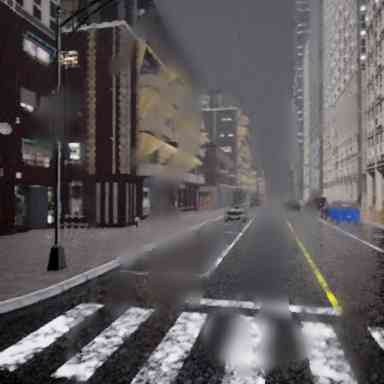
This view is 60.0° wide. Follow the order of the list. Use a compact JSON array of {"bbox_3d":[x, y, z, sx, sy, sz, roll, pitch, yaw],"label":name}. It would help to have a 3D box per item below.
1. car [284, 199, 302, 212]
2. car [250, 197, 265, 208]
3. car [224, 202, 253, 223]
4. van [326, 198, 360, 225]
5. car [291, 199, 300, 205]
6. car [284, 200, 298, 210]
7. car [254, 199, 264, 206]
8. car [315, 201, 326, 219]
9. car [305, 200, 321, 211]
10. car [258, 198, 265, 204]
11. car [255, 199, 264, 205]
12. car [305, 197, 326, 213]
[{"bbox_3d":[13.962,1.995,45.471,2.033,1.411,5.357,0,-1,14],"label":"car"},{"bbox_3d":[11.806,1.931,61.121,2.192,1.841,5.009,0,-1,14],"label":"car"},{"bbox_3d":[3.819,1.818,28.184,2.008,1.369,4.403,0,-1,14],"label":"car"},{"bbox_3d":[11.963,1.586,26.210,1.690,1.788,3.998,0,-1,14],"label":"van"},{"bbox_3d":[25.274,2.417,81.100,1.802,1.307,4.206,0,-1,14],"label":"car"},{"bbox_3d":[16.119,2.107,54.362,1.994,1.385,4.181,0,-1,14],"label":"car"},{"bbox_3d":[14.468,2.302,72.097,1.947,1.339,4.313,0,-1,14],"label":"car"},{"bbox_3d":[13.294,1.853,31.697,2.008,1.369,4.403,0,-1,14],"label":"car"},{"bbox_3d":[18.428,2.010,50.938,1.837,1.490,4.892,0,-1,14],"label":"car"},{"bbox_3d":[18.422,2.443,88.399,1.752,1.417,4.829,0,-1,14],"label":"car"},{"bbox_3d":[15.800,2.347,77.585,2.008,1.369,4.403,0,-1,14],"label":"car"},{"bbox_3d":[16.748,1.662,44.177,2.150,2.045,5.566,0,-1,14],"label":"car"}]
